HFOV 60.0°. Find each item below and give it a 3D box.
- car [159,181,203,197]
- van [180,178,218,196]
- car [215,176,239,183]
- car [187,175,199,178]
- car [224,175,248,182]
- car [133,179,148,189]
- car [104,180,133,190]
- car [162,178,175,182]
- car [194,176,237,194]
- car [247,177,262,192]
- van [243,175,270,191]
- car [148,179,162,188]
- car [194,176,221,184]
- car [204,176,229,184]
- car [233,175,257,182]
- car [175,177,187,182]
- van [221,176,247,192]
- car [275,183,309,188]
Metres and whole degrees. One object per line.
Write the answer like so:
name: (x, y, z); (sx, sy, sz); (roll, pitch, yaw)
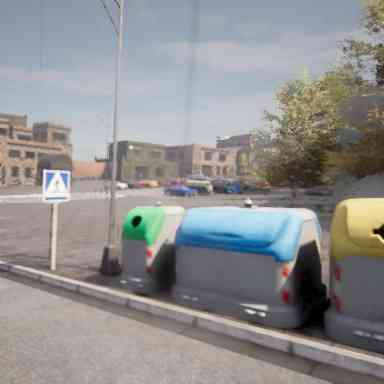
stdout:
car: (-1.581, -0.165, 45.484); (5.008, 1.535, 2.097); (4, 7, 34)
van: (0.949, -0.564, 47.143); (4.442, 1.987, 1.878); (4, 7, 34)
car: (7.744, -2.800, 74.008); (4.792, 1.488, 2.163); (2, 5, 33)
car: (-1.590, -2.101, 66.886); (5.008, 1.535, 2.097); (2, 5, 32)
car: (10.043, -3.013, 75.808); (5.008, 1.535, 2.097); (2, 5, 33)
car: (-10.882, -1.334, 59.671); (4.792, 1.488, 2.163); (2, 5, 32)
car: (-13.236, -1.140, 57.884); (4.674, 1.452, 2.002); (2, 5, 32)
car: (-6.274, -1.704, 63.300); (4.792, 1.488, 2.163); (2, 6, 32)
car: (3.253, -0.778, 48.964); (5.566, 2.045, 2.435); (4, 7, 34)
car: (8.117, -1.017, 52.484); (4.553, 1.767, 2.185); (4, 7, 34)
van: (10.672, -1.291, 54.148); (4.442, 1.987, 1.878); (4, 7, 34)
car: (-8.557, -1.672, 61.454); (4.553, 1.767, 2.185); (2, 6, 32)
car: (3.224, -2.464, 70.357); (5.366, 1.575, 1.946); (2, 5, 32)
car: (5.387, -2.649, 72.247); (5.008, 1.535, 2.097); (2, 5, 32)
car: (12.379, -3.194, 77.575); (4.892, 1.521, 2.231); (2, 6, 33)
car: (-3.896, -2.040, 65.053); (4.553, 1.767, 2.185); (2, 6, 32)
van: (5.610, -0.939, 50.765); (4.442, 1.987, 1.878); (4, 7, 34)
car: (17.873, -1.591, 59.523); (4.792, 1.488, 2.163); (4, 7, 33)
